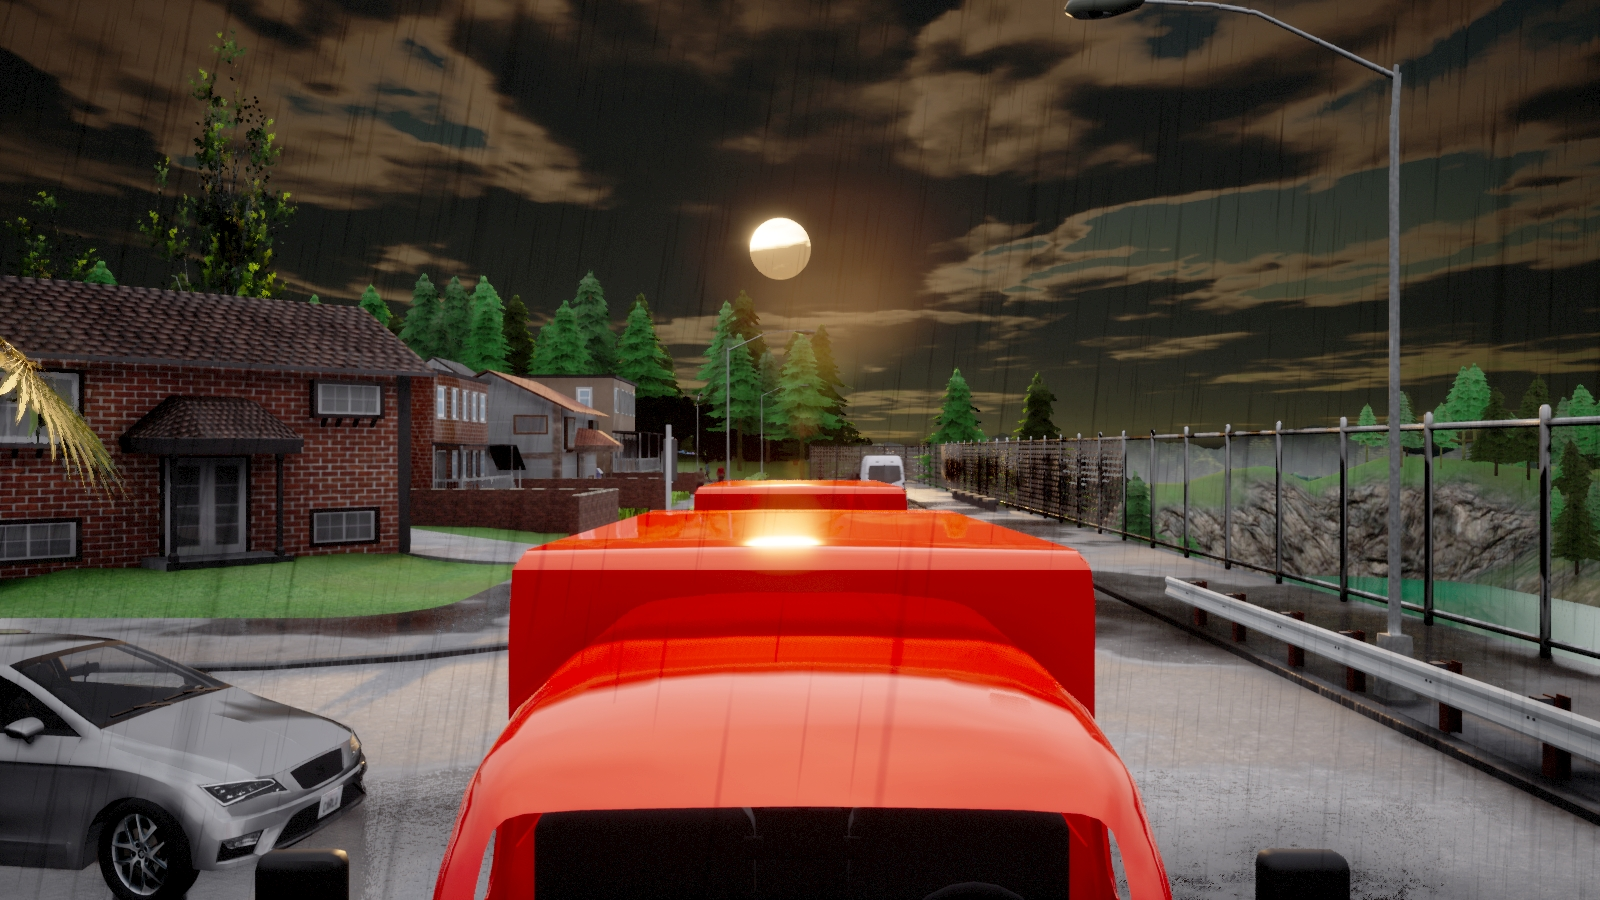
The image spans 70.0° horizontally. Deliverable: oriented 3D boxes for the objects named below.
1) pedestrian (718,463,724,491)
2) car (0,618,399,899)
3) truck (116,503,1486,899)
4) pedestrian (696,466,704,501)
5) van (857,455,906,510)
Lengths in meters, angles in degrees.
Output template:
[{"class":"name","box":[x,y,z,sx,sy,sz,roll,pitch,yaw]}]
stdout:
[{"class":"pedestrian","box":[-5.292,1.775,76.195,0.375,1.860,0.375,0,0,0]},{"class":"car","box":[-5.218,2.069,7.982,4.193,1.474,1.816,0,0,8]},{"class":"truck","box":[0.003,1.571,4.792,2.627,2.467,5.204,0,0,0]},{"class":"pedestrian","box":[-5.296,1.769,60.706,0.375,1.860,0.375,0,0,0]},{"class":"van","box":[3.992,1.557,56.824,1.988,2.561,5.915,0,0,0]}]
